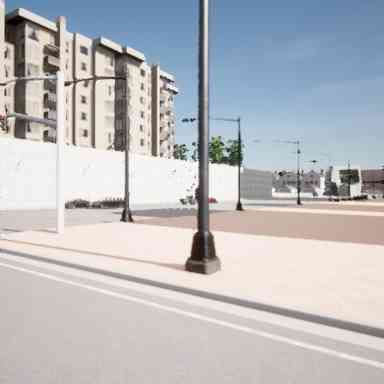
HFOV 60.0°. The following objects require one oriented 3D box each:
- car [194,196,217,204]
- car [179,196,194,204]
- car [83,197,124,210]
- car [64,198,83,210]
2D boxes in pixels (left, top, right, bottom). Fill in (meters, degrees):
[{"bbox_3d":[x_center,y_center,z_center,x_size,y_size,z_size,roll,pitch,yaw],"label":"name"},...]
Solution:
[{"bbox_3d":[2.801,1.447,59.518,1.994,1.385,4.181,0,0,36],"label":"car"},{"bbox_3d":[-0.155,1.417,61.410,2.033,1.411,5.357,0,0,36],"label":"car"},{"bbox_3d":[-10.458,1.373,41.214,2.128,1.511,4.902,0,0,36],"label":"car"},{"bbox_3d":[-14.574,1.433,41.484,1.994,1.385,4.181,0,0,35],"label":"car"}]
